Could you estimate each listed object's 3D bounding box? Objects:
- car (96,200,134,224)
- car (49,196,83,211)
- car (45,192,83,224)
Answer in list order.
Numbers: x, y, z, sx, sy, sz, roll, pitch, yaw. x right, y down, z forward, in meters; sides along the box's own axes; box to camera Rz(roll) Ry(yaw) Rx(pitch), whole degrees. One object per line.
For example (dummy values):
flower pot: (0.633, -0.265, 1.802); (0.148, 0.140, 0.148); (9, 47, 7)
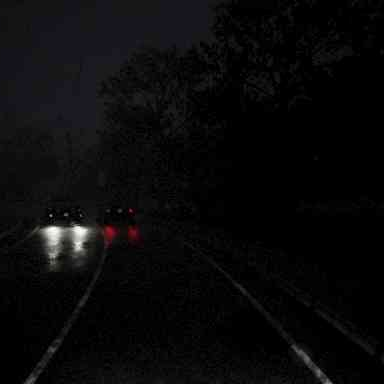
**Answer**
car: (-5.868, 1.343, 25.016); (2.097, 1.767, 4.553); (2, -1, -24)
car: (-15.111, 1.351, 39.688); (2.033, 1.411, 5.357); (4, -2, -40)
car: (-9.319, 1.079, 24.001); (2.150, 2.045, 5.566); (3, 0, -26)
